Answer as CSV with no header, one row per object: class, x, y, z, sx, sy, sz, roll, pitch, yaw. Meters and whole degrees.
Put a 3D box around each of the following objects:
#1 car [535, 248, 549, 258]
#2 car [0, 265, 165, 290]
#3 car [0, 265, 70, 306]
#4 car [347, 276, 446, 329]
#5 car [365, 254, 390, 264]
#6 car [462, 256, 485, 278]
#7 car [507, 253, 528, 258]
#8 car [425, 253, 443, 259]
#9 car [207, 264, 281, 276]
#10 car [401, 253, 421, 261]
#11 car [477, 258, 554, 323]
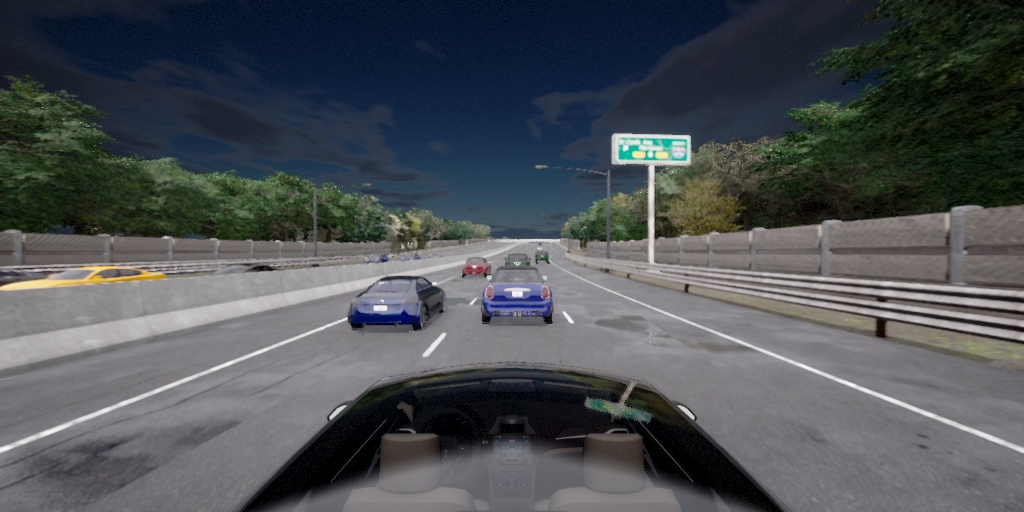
car,4.992,0.099,59.841,2.150,2.045,5.566,0,2,3
car,-17.500,1.178,15.020,1.882,1.535,5.008,0,0,1
car,-21.015,1.199,13.703,2.128,1.511,4.902,0,0,1
car,-3.341,1.292,11.146,1.994,1.385,4.181,0,0,0
car,-19.899,0.476,53.104,2.097,1.767,4.553,0,1,3
car,-2.990,0.874,31.155,2.097,1.767,4.553,0,1,1
car,0.502,0.747,30.988,2.150,2.045,5.566,0,1,1
car,-12.623,0.471,58.640,2.128,1.511,4.902,0,2,3
car,-13.951,1.179,18.534,1.837,1.490,4.892,0,1,1
car,-16.181,0.366,57.444,2.097,1.767,4.553,0,2,3
car,0.170,1.076,12.180,2.097,1.767,4.553,0,0,1
